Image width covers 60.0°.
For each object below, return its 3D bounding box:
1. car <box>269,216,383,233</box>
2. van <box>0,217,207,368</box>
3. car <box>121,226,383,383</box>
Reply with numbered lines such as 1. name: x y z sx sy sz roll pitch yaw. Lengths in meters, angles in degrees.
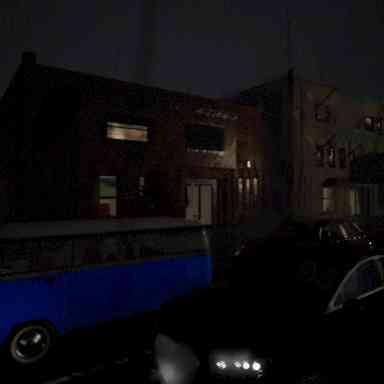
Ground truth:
1. car: 2.962 1.466 8.692 4.097 1.590 1.967 0 -1 -36
2. van: -1.550 1.347 5.463 3.998 1.788 1.690 0 -1 -36
3. car: 1.768 1.505 4.647 4.902 1.511 2.128 0 0 -36
